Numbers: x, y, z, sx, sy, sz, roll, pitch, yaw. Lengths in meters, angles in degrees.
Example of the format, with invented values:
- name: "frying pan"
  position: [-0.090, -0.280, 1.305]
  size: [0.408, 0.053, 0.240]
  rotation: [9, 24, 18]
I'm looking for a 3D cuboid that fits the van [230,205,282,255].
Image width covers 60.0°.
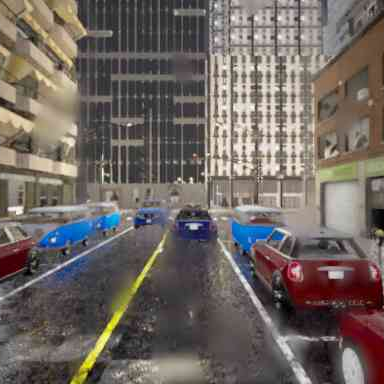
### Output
- name: "van"
  position: [2.550, 1.475, 13.535]
  size: [1.690, 1.788, 3.998]
  rotation: [0, -1, 0]

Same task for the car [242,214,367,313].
- name: "car"
  position: [2.558, 1.517, 7.844]
  size: [1.967, 1.590, 4.097]
  rotation: [0, -1, 0]

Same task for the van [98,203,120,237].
- name: "van"
  position: [-5.339, 1.532, 19.208]
  size: [1.690, 1.788, 3.998]
  rotation: [0, -1, 0]

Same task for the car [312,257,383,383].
- name: "car"
  position: [2.565, 1.567, 2.154]
  size: [1.887, 1.381, 4.507]
  rotation: [0, -1, 0]

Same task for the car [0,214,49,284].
- name: "car"
  position: [-5.323, 1.517, 7.827]
  size: [1.967, 1.590, 4.097]
  rotation: [0, -1, 0]

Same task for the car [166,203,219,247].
- name: "car"
  position: [0.077, 1.510, 15.908]
  size: [2.097, 1.767, 4.553]
  rotation: [0, 0, 0]

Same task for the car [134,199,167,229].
- name: "car"
  position: [-2.785, 1.553, 24.279]
  size: [2.150, 2.045, 5.566]
  rotation: [0, -1, 0]

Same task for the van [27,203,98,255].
- name: "van"
  position: [-5.330, 1.474, 13.518]
  size: [1.690, 1.788, 3.998]
  rotation: [0, -1, 0]

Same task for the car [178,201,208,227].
- name: "car"
  position: [0.087, 1.611, 25.935]
  size: [2.097, 1.767, 4.553]
  rotation: [0, -1, 0]
